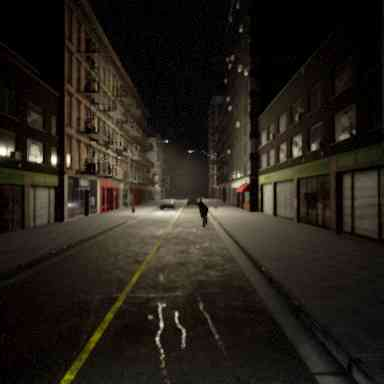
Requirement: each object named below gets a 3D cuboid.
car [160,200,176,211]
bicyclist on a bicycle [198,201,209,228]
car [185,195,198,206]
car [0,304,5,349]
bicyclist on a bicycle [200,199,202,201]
[{"bbox_3d":[-3.104,1.724,43.137,1.895,1.301,4.718,0,0,0],"label":"car"},{"bbox_3d":[0.817,1.535,21.184,0.582,1.620,1.656,0,-1,0],"label":"bicyclist on a bicycle"},{"bbox_3d":[0.070,1.654,58.405,1.812,1.442,4.674,0,0,0],"label":"car"},{"bbox_3d":[-3.101,1.500,1.886,2.128,1.511,4.902,0,0,0],"label":"car"},{"bbox_3d":[0.815,1.476,30.068,0.659,1.776,1.843,0,0,0],"label":"bicyclist on a bicycle"}]
